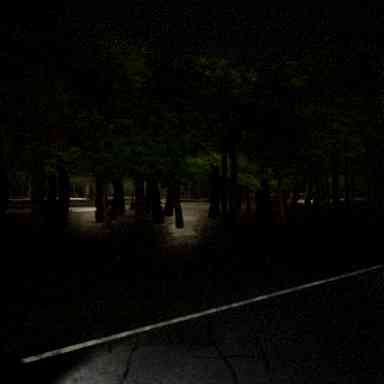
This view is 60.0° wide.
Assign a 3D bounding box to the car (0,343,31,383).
[{"bbox_3d":[-2.975,1.562,1.625,4.181,1.385,1.994,0,0,-35],"label":"car"}]
